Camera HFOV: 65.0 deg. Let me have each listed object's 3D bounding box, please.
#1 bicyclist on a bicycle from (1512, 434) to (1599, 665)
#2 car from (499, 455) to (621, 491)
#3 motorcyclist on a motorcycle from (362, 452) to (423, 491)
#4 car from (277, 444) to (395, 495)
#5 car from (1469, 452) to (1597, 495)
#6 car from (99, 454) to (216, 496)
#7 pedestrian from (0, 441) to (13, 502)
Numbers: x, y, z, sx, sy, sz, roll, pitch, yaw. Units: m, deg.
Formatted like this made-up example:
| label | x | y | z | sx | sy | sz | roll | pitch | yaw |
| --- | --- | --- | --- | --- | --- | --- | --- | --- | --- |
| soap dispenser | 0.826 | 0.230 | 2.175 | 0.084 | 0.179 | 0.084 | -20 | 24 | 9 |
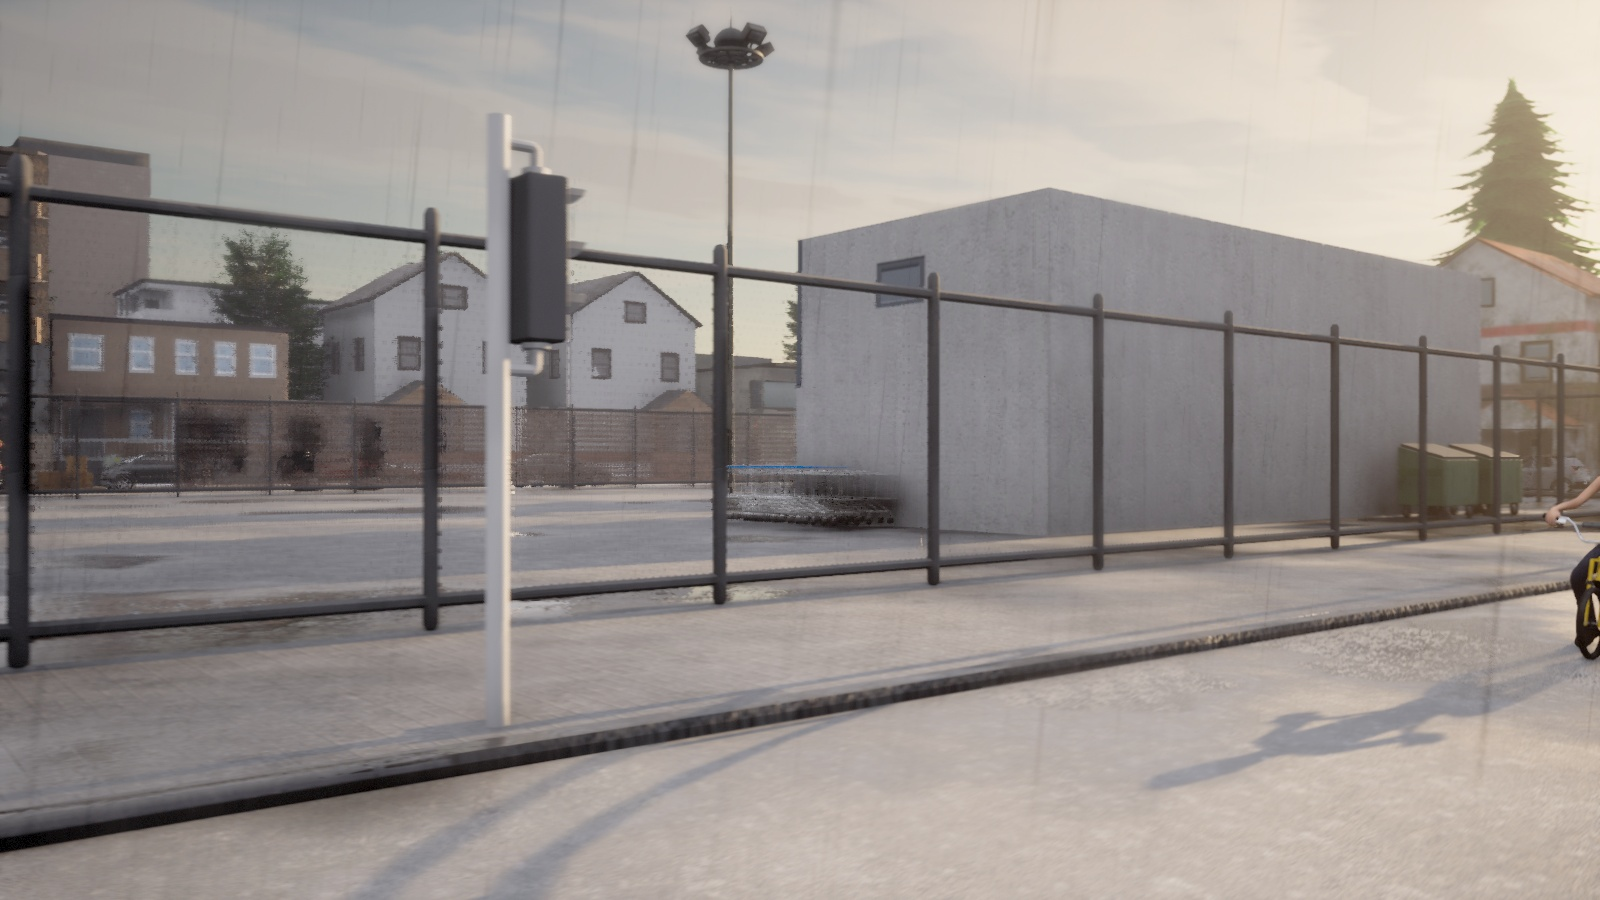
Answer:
| label | x | y | z | sx | sy | sz | roll | pitch | yaw |
| --- | --- | --- | --- | --- | --- | --- | --- | --- | --- |
| bicyclist on a bicycle | 6.091 | 0.695 | 9.356 | 1.509 | 1.612 | 0.866 | 0 | 0 | -39 |
| car | -10.332 | 0.946 | 54.244 | 4.892 | 1.490 | 1.837 | 0 | 0 | -37 |
| motorcyclist on a motorcycle | -17.404 | 0.909 | 53.654 | 2.350 | 1.649 | 0.766 | 0 | 0 | -39 |
| car | -17.809 | 0.738 | 48.238 | 3.866 | 1.878 | 1.905 | 0 | 0 | -38 |
| car | 26.905 | 0.834 | 46.166 | 1.845 | 1.501 | 3.633 | 0 | 0 | -39 |
| car | -24.530 | 0.938 | 47.992 | 3.705 | 1.549 | 1.789 | 0 | 0 | -39 |
| pedestrian | -24.257 | 0.637 | 37.986 | 0.354 | 1.836 | 0.706 | 0 | 0 | 43 |
